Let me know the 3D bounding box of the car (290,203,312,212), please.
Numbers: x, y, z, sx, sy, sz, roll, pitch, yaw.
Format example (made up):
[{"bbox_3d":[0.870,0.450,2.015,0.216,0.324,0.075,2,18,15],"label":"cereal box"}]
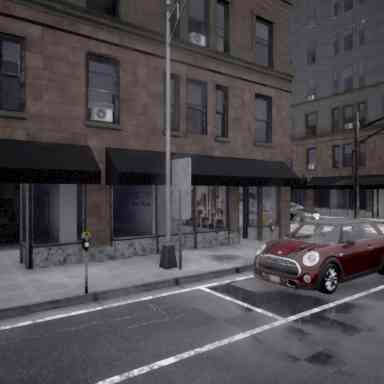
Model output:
[{"bbox_3d":[7.101,1.537,24.645,2.128,1.511,4.902,0,0,-35],"label":"car"}]

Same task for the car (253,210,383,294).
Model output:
[{"bbox_3d":[3.494,1.440,8.692,4.097,1.590,1.967,0,0,-36],"label":"car"}]
